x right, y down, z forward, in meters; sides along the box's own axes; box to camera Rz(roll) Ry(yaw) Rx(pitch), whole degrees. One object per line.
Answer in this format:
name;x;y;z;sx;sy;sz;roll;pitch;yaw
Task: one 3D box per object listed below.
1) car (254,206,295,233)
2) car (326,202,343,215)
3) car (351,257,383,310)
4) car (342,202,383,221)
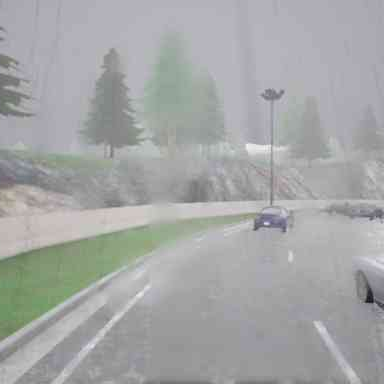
car;5.056;1.568;20.278;1.812;1.442;4.674;0;0;25
car;15.949;1.735;34.932;4.718;1.301;1.895;0;0;-43
car;4.179;1.636;5.190;1.895;1.301;4.718;0;0;7
car;15.343;1.677;29.161;2.033;1.411;5.357;0;0;42
